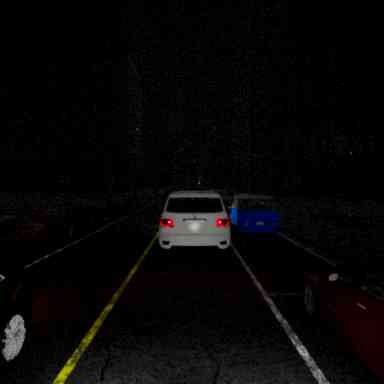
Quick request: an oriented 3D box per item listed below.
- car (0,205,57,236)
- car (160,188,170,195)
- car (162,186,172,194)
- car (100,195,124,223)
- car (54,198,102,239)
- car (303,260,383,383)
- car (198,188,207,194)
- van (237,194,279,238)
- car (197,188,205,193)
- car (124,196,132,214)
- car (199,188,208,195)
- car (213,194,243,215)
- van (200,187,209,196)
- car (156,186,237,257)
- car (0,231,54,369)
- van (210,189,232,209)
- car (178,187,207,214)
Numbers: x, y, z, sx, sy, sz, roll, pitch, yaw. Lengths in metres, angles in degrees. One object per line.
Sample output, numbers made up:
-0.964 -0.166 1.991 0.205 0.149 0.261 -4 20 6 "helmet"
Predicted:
-5.796 1.306 9.500 1.752 1.417 4.829 0 1 0 "car"
-5.947 -0.119 74.904 1.887 1.381 4.507 0 1 0 "car"
-5.959 -0.463 80.187 2.192 1.841 5.009 0 1 0 "car"
-5.827 1.073 20.718 1.887 1.381 4.507 0 1 0 "car"
-5.812 1.197 15.194 1.887 1.381 4.507 0 1 0 "car"
2.765 1.486 4.152 1.802 1.307 4.206 0 1 0 "car"
2.564 -0.239 80.568 1.887 1.381 4.507 0 1 0 "car"
2.740 0.995 15.194 1.690 1.788 3.998 0 1 0 "van"
2.537 -0.464 91.392 2.008 1.369 4.403 0 1 0 "car"
-5.842 0.949 26.242 1.887 1.381 4.507 0 1 0 "car"
2.578 -0.102 75.156 1.947 1.339 4.313 0 1 0 "car"
2.713 0.951 26.245 1.887 1.381 4.507 0 1 0 "car"
2.592 -0.210 69.740 1.690 1.788 3.998 0 1 0 "van"
0.069 0.951 11.820 2.150 2.045 5.566 0 1 0 "car"
-3.107 1.439 2.737 1.837 1.490 4.892 0 1 0 "car"
2.701 0.624 31.764 1.690 1.788 3.998 0 1 0 "van"
0.032 0.588 27.979 2.150 2.045 5.566 0 1 0 "car"
